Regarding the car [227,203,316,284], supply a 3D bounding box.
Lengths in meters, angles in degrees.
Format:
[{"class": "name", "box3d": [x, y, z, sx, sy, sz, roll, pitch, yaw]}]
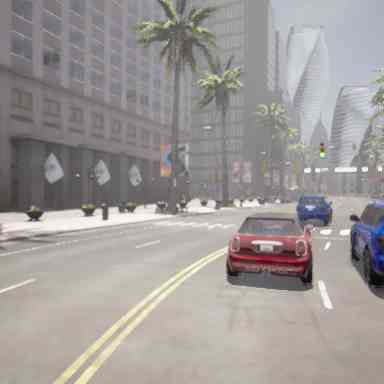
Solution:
[{"class": "car", "box3d": [2.502, 1.374, 10.007, 2.097, 1.767, 4.553, 0, 0, 19]}]

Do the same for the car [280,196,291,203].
[{"class": "car", "box3d": [20.162, 1.682, 70.840, 2.161, 1.482, 4.786, 0, 0, 25]}]

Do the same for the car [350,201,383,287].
[{"class": "car", "box3d": [5.787, 1.260, 9.181, 2.150, 2.045, 5.566, 0, 0, 19]}]

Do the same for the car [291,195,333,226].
[{"class": "car", "box3d": [9.146, 1.290, 24.811, 2.150, 2.045, 5.566, 0, 0, 26]}]

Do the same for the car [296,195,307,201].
[{"class": "car", "box3d": [29.853, 1.590, 90.514, 2.185, 1.767, 4.553, 0, 0, 25]}]
